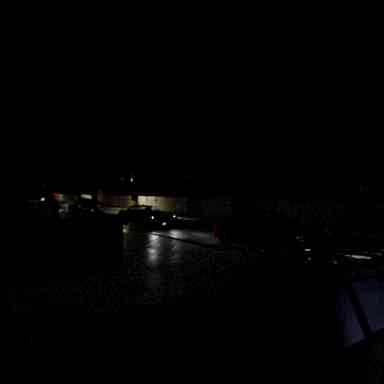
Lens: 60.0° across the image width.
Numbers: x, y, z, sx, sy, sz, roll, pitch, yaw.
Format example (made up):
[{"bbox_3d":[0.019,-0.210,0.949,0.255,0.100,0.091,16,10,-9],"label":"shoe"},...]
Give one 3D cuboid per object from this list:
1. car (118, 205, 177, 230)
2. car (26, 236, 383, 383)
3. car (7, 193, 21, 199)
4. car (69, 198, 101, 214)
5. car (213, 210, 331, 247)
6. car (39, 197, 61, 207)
[{"bbox_3d":[-2.871,1.509,20.887,1.895,1.301,4.718,0,0,-36],"label":"car"},{"bbox_3d":[1.095,1.549,3.727,5.357,1.411,2.033,0,0,-35],"label":"car"},{"bbox_3d":[-44.572,1.115,84.157,2.033,1.411,5.357,0,0,-36],"label":"car"},{"bbox_3d":[-10.041,1.353,30.934,1.837,1.490,4.892,0,0,-36],"label":"car"},{"bbox_3d":[2.888,1.437,12.847,1.882,1.535,5.008,0,0,-36],"label":"car"},{"bbox_3d":[-18.295,1.330,42.592,2.033,1.411,5.357,0,0,-35],"label":"car"}]
